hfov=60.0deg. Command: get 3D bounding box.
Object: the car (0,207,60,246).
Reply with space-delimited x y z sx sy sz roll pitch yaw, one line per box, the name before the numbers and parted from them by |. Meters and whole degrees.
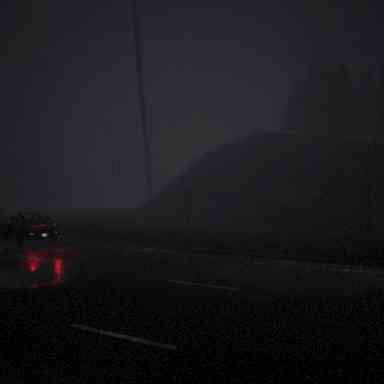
car | -8.425 1.754 16.739 4.902 1.511 2.128 -1 -1 44
